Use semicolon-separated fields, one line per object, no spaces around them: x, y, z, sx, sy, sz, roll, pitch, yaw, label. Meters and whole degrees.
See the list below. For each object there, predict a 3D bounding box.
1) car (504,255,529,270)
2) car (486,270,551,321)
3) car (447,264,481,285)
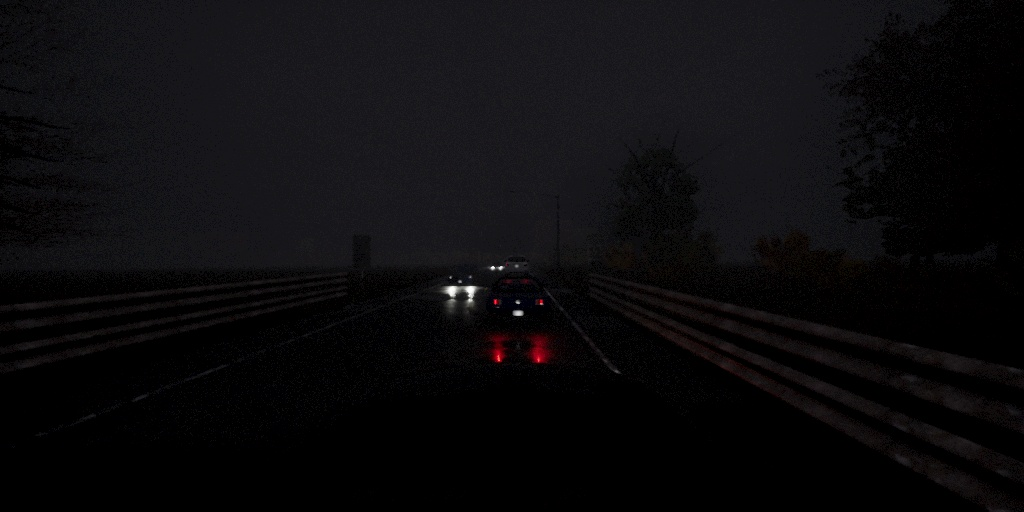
0.454;0.959;34.772;2.150;2.045;5.566;0;0;1;car
0.202;1.347;12.477;1.895;1.301;4.718;0;0;0;car
-3.342;1.285;26.031;2.033;1.411;5.357;0;0;1;car
